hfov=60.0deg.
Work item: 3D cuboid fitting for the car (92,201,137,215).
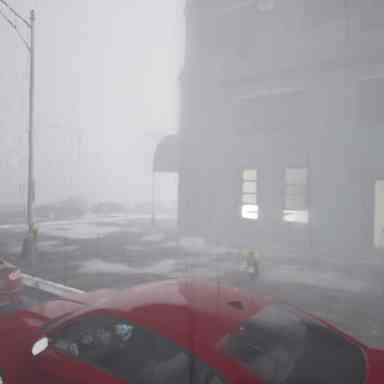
[{"bbox_3d":[-7.883,1.524,32.440,1.947,1.339,4.313,1,1,36],"label":"car"}]

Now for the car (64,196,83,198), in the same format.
[{"bbox_3d":[-14.219,1.196,38.400,1.967,1.590,4.097,1,1,36],"label":"car"}]

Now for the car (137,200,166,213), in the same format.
[{"bbox_3d":[-4.643,1.567,36.860,1.802,1.307,4.206,1,1,36],"label":"car"}]

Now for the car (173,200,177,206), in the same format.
[{"bbox_3d":[-1.127,1.477,51.601,1.994,1.385,4.181,2,1,37],"label":"car"}]

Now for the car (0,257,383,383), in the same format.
[{"bbox_3d":[-0.265,1.529,3.048,4.507,1.381,1.887,1,1,35],"label":"car"}]

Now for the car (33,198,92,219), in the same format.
[{"bbox_3d":[-11.124,1.482,28.019,2.008,1.369,4.403,1,1,36],"label":"car"}]
